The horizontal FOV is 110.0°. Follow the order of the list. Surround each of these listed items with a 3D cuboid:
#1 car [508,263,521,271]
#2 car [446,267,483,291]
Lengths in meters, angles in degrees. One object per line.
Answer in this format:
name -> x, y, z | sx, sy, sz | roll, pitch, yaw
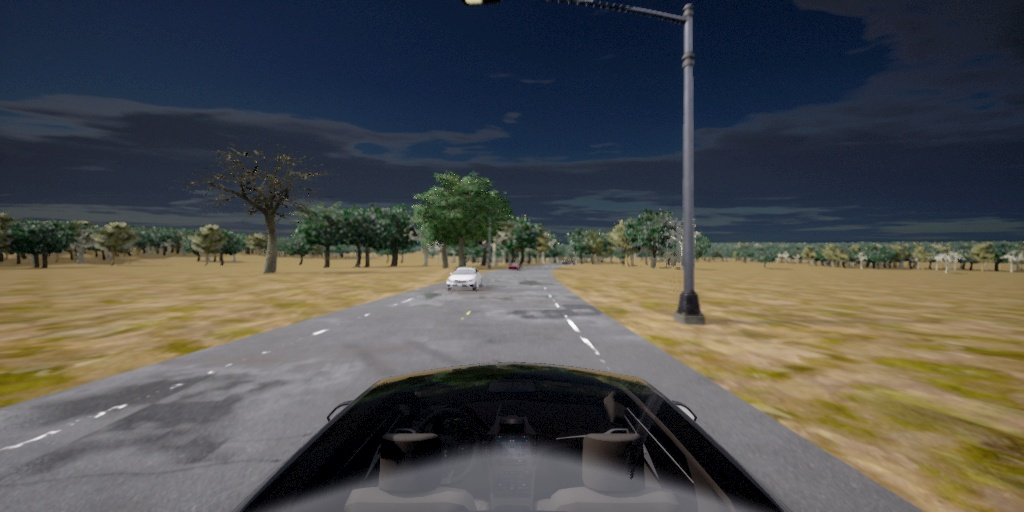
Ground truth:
car -> 0.422, 1.983, 64.245 | 1.895, 1.301, 4.718 | 0, -1, 8
car -> -3.059, 1.475, 23.875 | 1.812, 1.442, 4.674 | 0, -1, 2
